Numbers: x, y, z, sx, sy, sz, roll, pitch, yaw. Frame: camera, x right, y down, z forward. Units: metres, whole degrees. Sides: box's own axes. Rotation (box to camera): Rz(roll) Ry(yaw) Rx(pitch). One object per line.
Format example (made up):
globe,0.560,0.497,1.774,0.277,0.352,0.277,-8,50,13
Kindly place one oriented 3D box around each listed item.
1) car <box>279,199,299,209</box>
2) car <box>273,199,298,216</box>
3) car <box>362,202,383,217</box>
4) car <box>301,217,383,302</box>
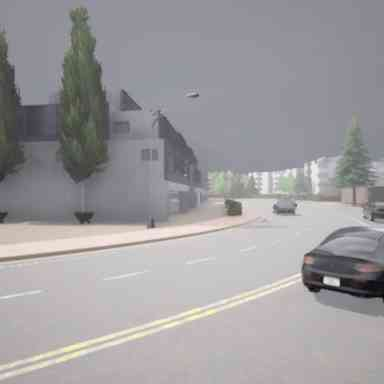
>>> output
car,15.590,1.840,53.553,2.033,1.411,5.357,0,0,5
car,9.820,1.675,35.510,1.882,1.535,5.008,0,0,9
car,15.335,1.616,27.323,1.837,1.490,4.892,0,0,17
car,4.311,1.562,8.082,1.812,1.442,4.674,0,0,44
